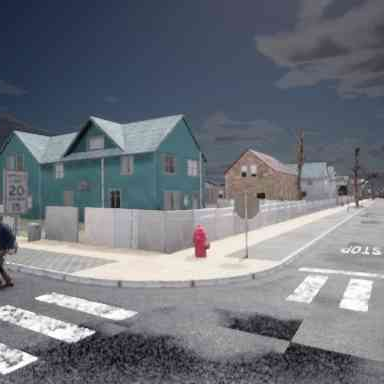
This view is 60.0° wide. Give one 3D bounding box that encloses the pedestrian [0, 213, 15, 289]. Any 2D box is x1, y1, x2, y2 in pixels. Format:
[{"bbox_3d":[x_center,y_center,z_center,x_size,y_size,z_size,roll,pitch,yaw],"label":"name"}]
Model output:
[{"bbox_3d":[-4.497,1.354,7.791,0.375,1.860,0.375,-2,-3,31],"label":"pedestrian"}]
